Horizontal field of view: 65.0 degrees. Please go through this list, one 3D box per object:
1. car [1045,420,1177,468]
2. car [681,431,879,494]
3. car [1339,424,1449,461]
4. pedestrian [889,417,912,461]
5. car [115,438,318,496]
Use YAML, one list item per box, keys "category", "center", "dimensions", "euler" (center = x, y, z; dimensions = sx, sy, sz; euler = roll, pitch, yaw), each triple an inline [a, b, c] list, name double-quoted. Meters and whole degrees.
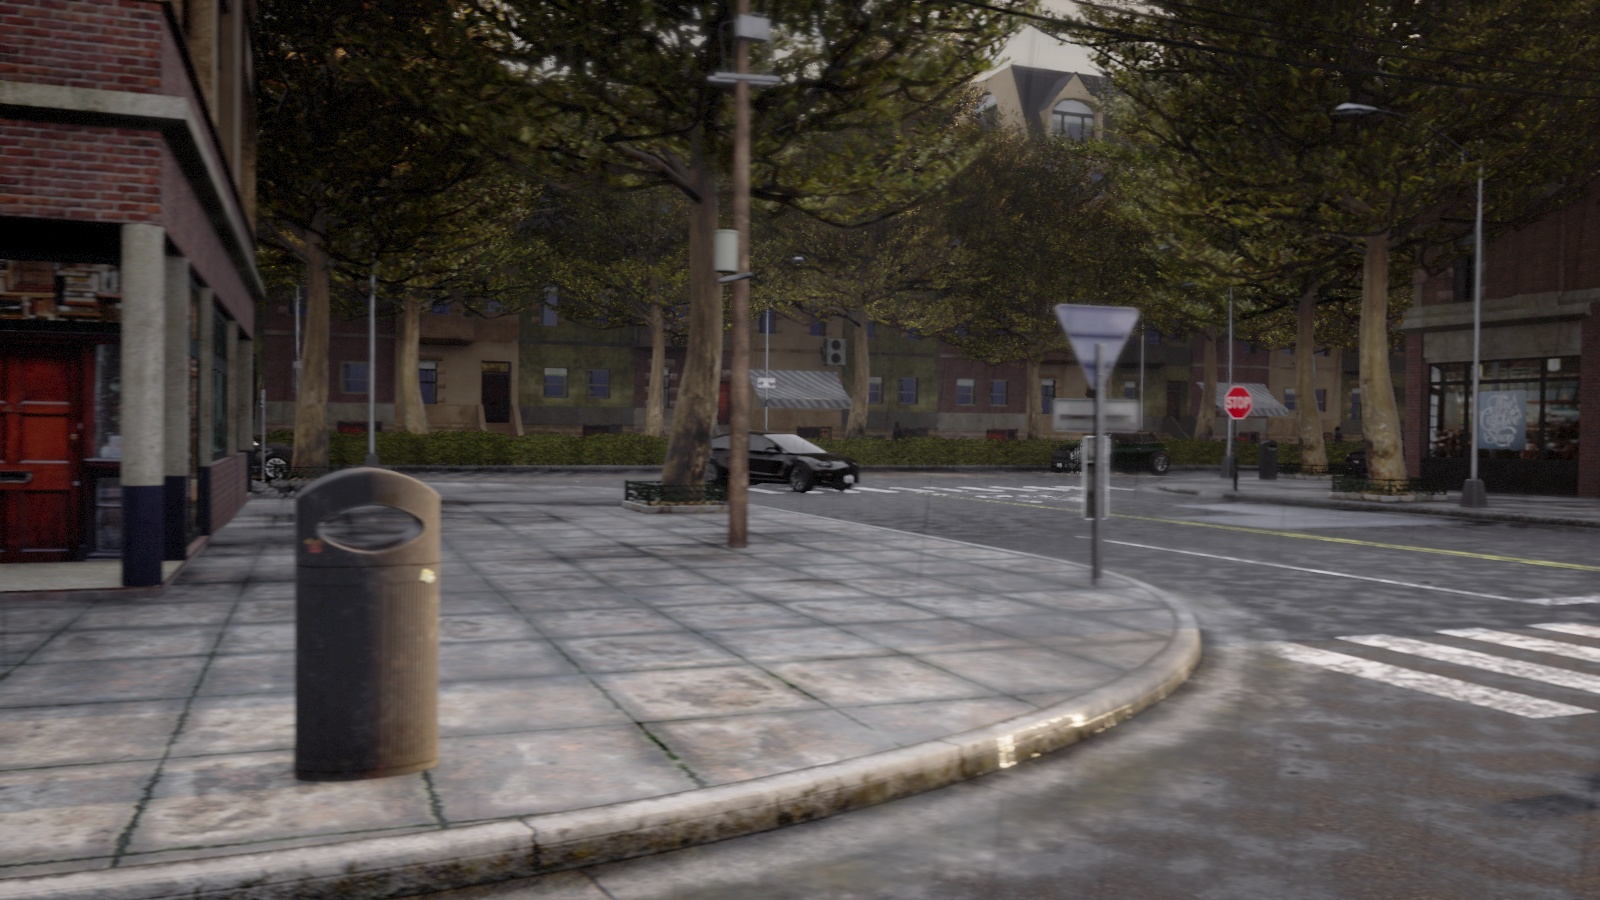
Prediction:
- category: "car"
  center: [11.980, -0.258, 48.438]
  dimensions: [4.553, 1.767, 2.097]
  euler: [-1, 1, -21]
- category: "car"
  center: [-0.561, 0.278, 32.452]
  dimensions: [4.792, 1.488, 2.163]
  euler: [0, 1, 38]
- category: "car"
  center: [25.315, -0.330, 53.534]
  dimensions: [4.193, 1.474, 1.816]
  euler: [-1, 1, -21]
- category: "pedestrian"
  center: [4.390, -0.483, 54.957]
  dimensions: [0.563, 1.883, 0.849]
  euler: [0, 1, 43]
- category: "car"
  center: [-15.725, 0.418, 34.143]
  dimensions: [4.892, 1.490, 1.837]
  euler: [0, 1, -21]
